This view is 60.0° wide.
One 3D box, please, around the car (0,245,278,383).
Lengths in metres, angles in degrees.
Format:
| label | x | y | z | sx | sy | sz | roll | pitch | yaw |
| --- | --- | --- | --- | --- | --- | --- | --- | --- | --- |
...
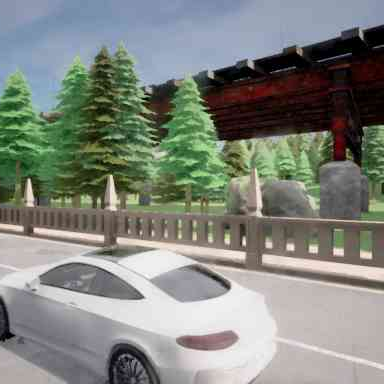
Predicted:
| label | x | y | z | sx | sy | sz | roll | pitch | yaw |
| --- | --- | --- | --- | --- | --- | --- | --- | --- | --- |
| car | -1.137 | 1.525 | 4.804 | 4.674 | 1.442 | 1.812 | 0 | 0 | 35 |
